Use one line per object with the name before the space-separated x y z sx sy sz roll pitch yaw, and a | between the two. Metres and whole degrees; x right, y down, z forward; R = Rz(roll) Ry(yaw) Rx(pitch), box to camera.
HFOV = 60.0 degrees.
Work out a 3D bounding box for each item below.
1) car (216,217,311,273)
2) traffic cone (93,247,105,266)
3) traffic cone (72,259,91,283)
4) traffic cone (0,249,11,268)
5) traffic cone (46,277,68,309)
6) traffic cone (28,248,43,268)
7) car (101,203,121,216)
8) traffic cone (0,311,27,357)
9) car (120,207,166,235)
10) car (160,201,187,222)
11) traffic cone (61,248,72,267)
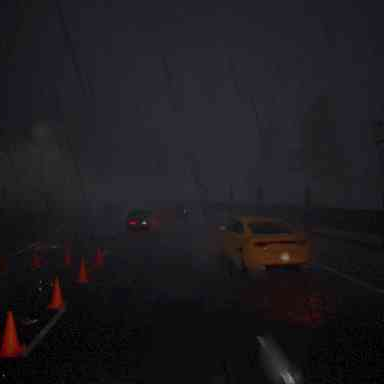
car | 2.099 1.573 11.125 1.882 1.535 5.008 0 -1 -8
traffic cone | -3.030 2.094 10.836 0.340 0.580 0.340 0 -1 -4
traffic cone | -2.902 2.073 8.840 0.340 0.580 0.340 0 -1 -4
traffic cone | -6.023 2.119 10.644 0.340 0.580 0.340 0 -1 -4
traffic cone | -2.774 2.051 6.844 0.340 0.580 0.340 0 -1 -4
traffic cone | -5.025 2.111 10.708 0.340 0.580 0.340 0 -1 -4
car | -9.610 2.016 39.574 1.812 1.442 4.674 0 -1 -23
traffic cone | -2.646 2.030 4.848 0.340 0.580 0.340 0 -1 -4
car | -3.198 1.788 20.732 2.033 1.411 5.357 0 -1 -13
car | -1.948 1.667 29.105 2.097 1.767 4.553 0 -1 -17
traffic cone | -4.027 2.103 10.772 0.340 0.580 0.340 0 -1 -4
